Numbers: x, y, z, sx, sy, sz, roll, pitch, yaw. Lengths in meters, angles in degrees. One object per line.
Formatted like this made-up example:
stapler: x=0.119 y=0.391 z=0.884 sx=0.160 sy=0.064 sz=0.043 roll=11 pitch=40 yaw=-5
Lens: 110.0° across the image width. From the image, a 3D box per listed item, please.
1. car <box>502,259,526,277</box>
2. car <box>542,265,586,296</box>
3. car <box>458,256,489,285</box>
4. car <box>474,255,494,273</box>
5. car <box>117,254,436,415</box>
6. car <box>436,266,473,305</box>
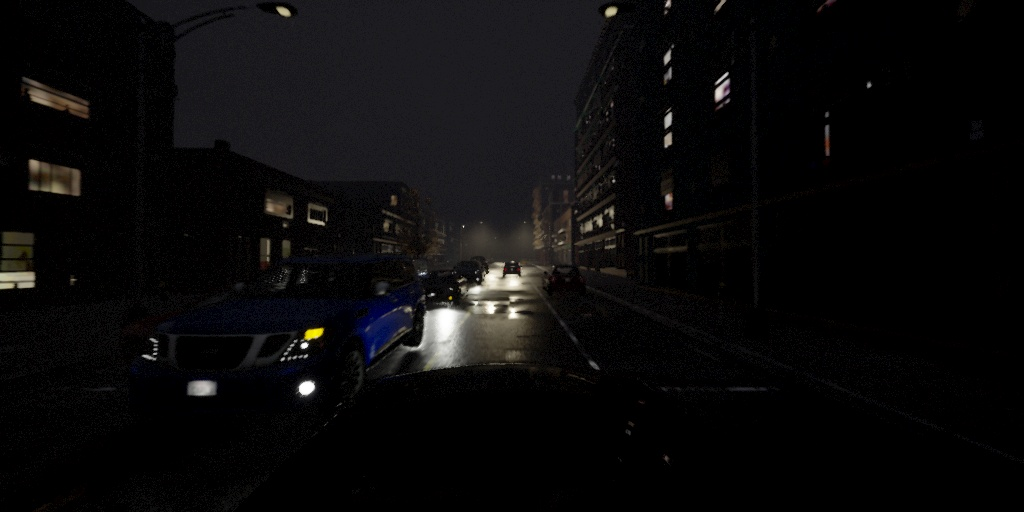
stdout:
car: x=-0.009 y=1.297 z=35.201 sx=2.033 sy=1.411 sz=5.357 roll=0 pitch=0 yaw=0
car: x=2.686 y=1.189 z=19.331 sx=1.967 sy=1.591 sz=4.097 roll=0 pitch=0 yaw=0
car: x=-3.086 y=1.101 z=25.900 sx=2.097 sy=1.767 sz=4.553 roll=0 pitch=0 yaw=0
car: x=-3.009 y=0.719 z=31.994 sx=2.097 sy=1.767 sz=4.553 roll=0 pitch=0 yaw=0
car: x=-3.090 y=0.971 z=6.351 sx=2.150 sy=2.045 sz=5.566 roll=0 pitch=0 yaw=0
car: x=-3.078 y=1.313 z=15.900 sx=1.994 sy=1.385 sz=4.181 roll=0 pitch=0 yaw=1
